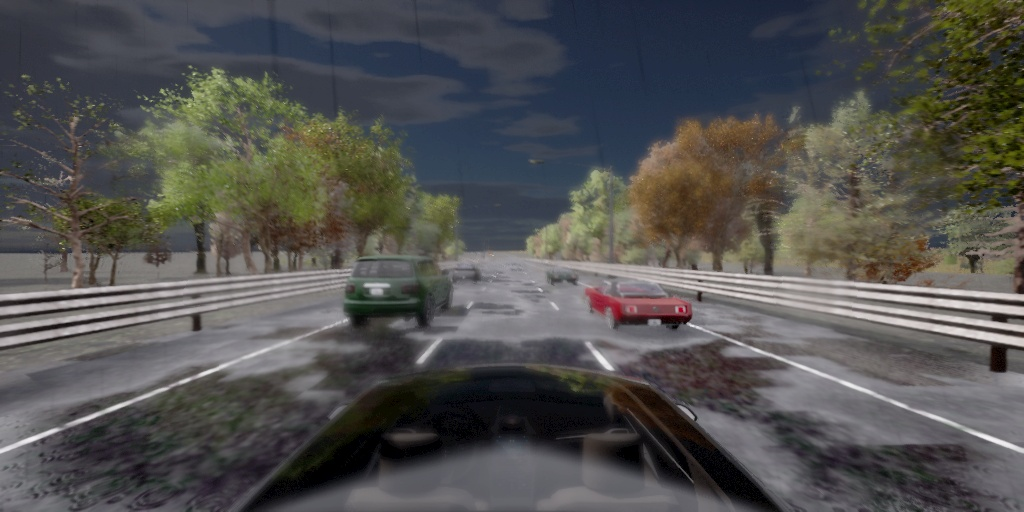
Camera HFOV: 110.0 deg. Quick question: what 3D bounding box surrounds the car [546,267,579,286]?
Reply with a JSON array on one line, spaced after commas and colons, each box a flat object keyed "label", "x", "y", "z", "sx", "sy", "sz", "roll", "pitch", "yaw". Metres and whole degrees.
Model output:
[{"label": "car", "x": 3.593, "y": 1.445, "z": 26.438, "sx": 1.895, "sy": 1.301, "sz": 4.718, "roll": 0, "pitch": 0, "yaw": 0}]

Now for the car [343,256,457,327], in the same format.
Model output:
[{"label": "car", "x": -3.407, "y": 1.009, "z": 11.770, "sx": 2.150, "sy": 2.045, "sz": 5.566, "roll": 0, "pitch": 0, "yaw": 0}]

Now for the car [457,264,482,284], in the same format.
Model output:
[{"label": "car", "x": -3.406, "y": 1.342, "z": 27.897, "sx": 2.128, "sy": 1.511, "sz": 4.902, "roll": 0, "pitch": 0, "yaw": 0}]

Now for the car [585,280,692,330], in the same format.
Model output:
[{"label": "car", "x": 3.592, "y": 1.386, "z": 11.214, "sx": 1.895, "sy": 1.301, "sz": 4.718, "roll": 0, "pitch": 0, "yaw": 0}]
